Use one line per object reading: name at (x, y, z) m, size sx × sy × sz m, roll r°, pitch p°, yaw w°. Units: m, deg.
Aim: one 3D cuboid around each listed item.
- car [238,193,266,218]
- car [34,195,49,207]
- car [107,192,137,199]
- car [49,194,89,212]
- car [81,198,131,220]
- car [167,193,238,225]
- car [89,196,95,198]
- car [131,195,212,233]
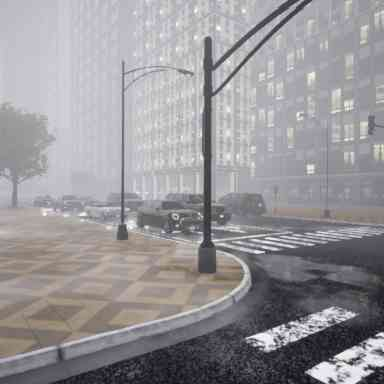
car at (3.780, 1.093, 28.462) m, size 2.150 × 2.045 × 5.566 m, roll 0°, pitch 0°, yaw -37°
car at (-18.548, 1.114, 41.870) m, size 2.128 × 1.511 × 4.902 m, roll 0°, pitch 0°, yaw -36°
car at (-6.042, 1.001, 30.446) m, size 2.150 × 2.045 × 5.566 m, roll 0°, pitch 0°, yaw -37°
car at (-12.543, 1.062, 33.741) m, size 2.097 × 1.767 × 4.553 m, roll 0°, pitch 0°, yaw -37°
car at (-6.672, 1.393, 25.833) m, size 1.895 × 1.301 × 4.718 m, roll 0°, pitch 0°, yaw -37°
car at (0.136, 1.085, 22.131) m, size 2.150 × 2.045 × 5.566 m, roll 0°, pitch 0°, yaw -37°
car at (-12.150, 1.184, 38.665) m, size 2.128 × 1.511 × 4.902 m, roll 0°, pitch 0°, yaw -37°
car at (-1.304, 1.216, 18.621) m, size 2.097 × 1.767 × 4.553 m, roll 0°, pitch 0°, yaw -37°
